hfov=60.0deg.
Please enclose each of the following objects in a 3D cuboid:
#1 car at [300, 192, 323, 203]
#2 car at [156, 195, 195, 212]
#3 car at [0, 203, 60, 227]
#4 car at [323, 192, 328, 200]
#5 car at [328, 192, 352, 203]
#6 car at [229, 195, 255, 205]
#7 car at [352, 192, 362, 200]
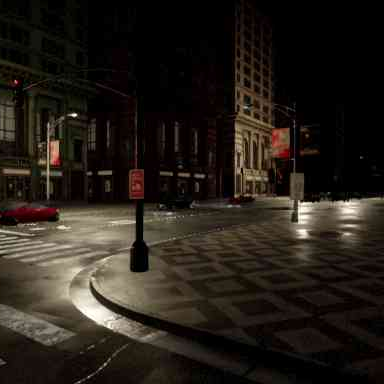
[{"bbox_3d":[17.242,0.912,48.590,1.994,1.385,4.181,0,1,35],"label":"car"},{"bbox_3d":[-1.599,1.111,33.631,1.837,1.490,4.892,0,1,35],"label":"car"},{"bbox_3d":[-10.566,1.368,21.010,1.994,1.385,4.181,0,1,35],"label":"car"},{"bbox_3d":[22.983,0.713,56.673,2.128,1.511,4.902,0,1,35],"label":"car"},{"bbox_3d":[22.439,0.834,50.303,1.812,1.442,4.674,0,1,36],"label":"car"},{"bbox_3d":[6.856,1.023,45.489,1.895,1.301,4.718,0,1,36],"label":"car"},{"bbox_3d":[29.593,0.675,60.380,1.812,1.442,4.674,0,1,35],"label":"car"}]
